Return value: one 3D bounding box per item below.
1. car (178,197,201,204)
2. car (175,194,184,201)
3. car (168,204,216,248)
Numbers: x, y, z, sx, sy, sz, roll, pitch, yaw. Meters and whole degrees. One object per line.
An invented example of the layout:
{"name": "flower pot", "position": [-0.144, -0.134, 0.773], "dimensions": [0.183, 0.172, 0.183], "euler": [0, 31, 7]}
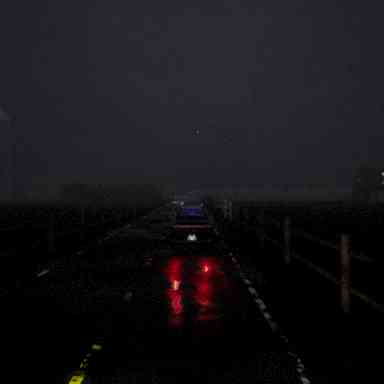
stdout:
{"name": "car", "position": [0.000, 1.466, 29.656], "dimensions": [1.882, 1.535, 5.008], "euler": [0, 0, 0]}
{"name": "car", "position": [-2.749, 1.228, 75.993], "dimensions": [2.097, 1.767, 4.553], "euler": [0, 0, 0]}
{"name": "car", "position": [0.000, 1.488, 14.654], "dimensions": [2.128, 1.511, 4.902], "euler": [0, 0, 0]}
